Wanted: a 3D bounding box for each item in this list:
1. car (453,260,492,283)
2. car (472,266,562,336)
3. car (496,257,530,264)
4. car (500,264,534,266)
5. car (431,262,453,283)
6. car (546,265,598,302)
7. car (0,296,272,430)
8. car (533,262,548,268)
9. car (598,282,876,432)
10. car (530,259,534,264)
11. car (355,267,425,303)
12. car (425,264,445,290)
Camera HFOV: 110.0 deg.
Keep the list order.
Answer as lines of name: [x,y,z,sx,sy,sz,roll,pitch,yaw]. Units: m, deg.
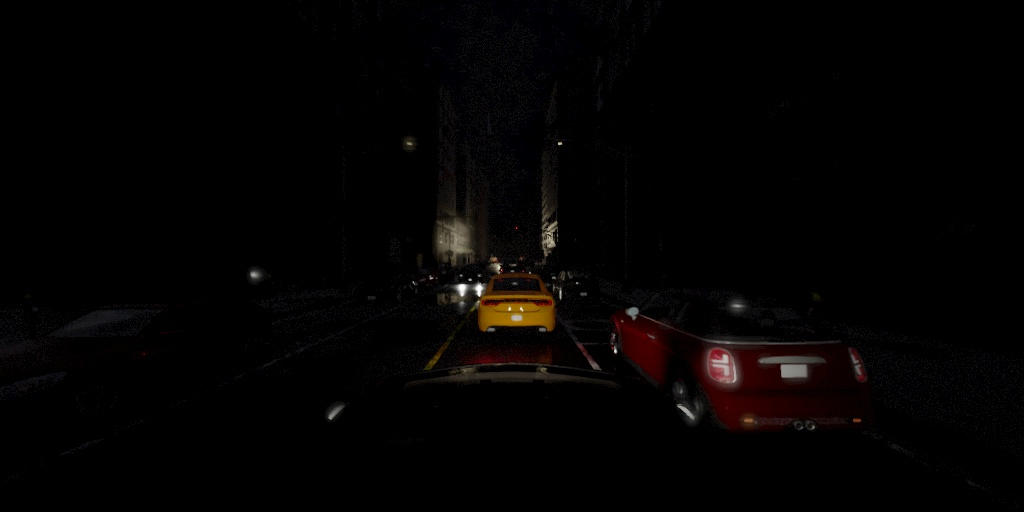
car: [-2.951,1.298,27.964,2.033,1.411,5.357,0,0,0]
car: [0.115,1.227,10.460,1.882,1.535,5.008,0,0,0]
car: [0.085,1.102,28.181,2.097,1.767,4.553,0,0,1]
car: [0.137,1.313,19.449,1.994,1.385,4.181,0,0,0]
car: [-5.615,1.190,27.595,1.967,1.591,4.097,0,0,0]
car: [2.887,1.300,16.575,2.007,1.370,4.403,0,0,0]
car: [-5.661,1.332,5.590,1.802,1.307,4.207,0,0,0]
car: [2.910,1.316,27.577,1.948,1.339,4.313,0,0,0]
car: [2.865,1.189,5.572,1.967,1.591,4.097,0,0,0]
car: [3.023,1.225,64.666,1.967,1.591,4.097,0,0,0]
car: [-5.638,1.315,16.593,1.948,1.339,4.313,0,0,0]
car: [-5.627,1.331,22.094,1.802,1.307,4.207,0,0,0]
